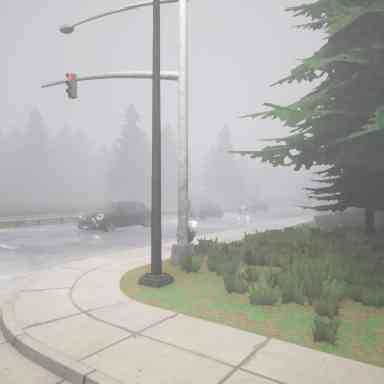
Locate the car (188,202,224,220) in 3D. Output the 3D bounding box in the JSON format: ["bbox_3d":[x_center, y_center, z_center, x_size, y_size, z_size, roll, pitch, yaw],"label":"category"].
[{"bbox_3d":[0.906,1.537,27.613,1.994,1.385,4.181,0,0,36],"label":"car"}]

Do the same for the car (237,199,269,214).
[{"bbox_3d":[6.594,1.465,35.777,2.128,1.511,4.902,0,0,36],"label":"car"}]

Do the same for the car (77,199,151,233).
[{"bbox_3d":[-4.499,1.325,19.792,2.097,1.767,4.553,0,0,35],"label":"car"}]
